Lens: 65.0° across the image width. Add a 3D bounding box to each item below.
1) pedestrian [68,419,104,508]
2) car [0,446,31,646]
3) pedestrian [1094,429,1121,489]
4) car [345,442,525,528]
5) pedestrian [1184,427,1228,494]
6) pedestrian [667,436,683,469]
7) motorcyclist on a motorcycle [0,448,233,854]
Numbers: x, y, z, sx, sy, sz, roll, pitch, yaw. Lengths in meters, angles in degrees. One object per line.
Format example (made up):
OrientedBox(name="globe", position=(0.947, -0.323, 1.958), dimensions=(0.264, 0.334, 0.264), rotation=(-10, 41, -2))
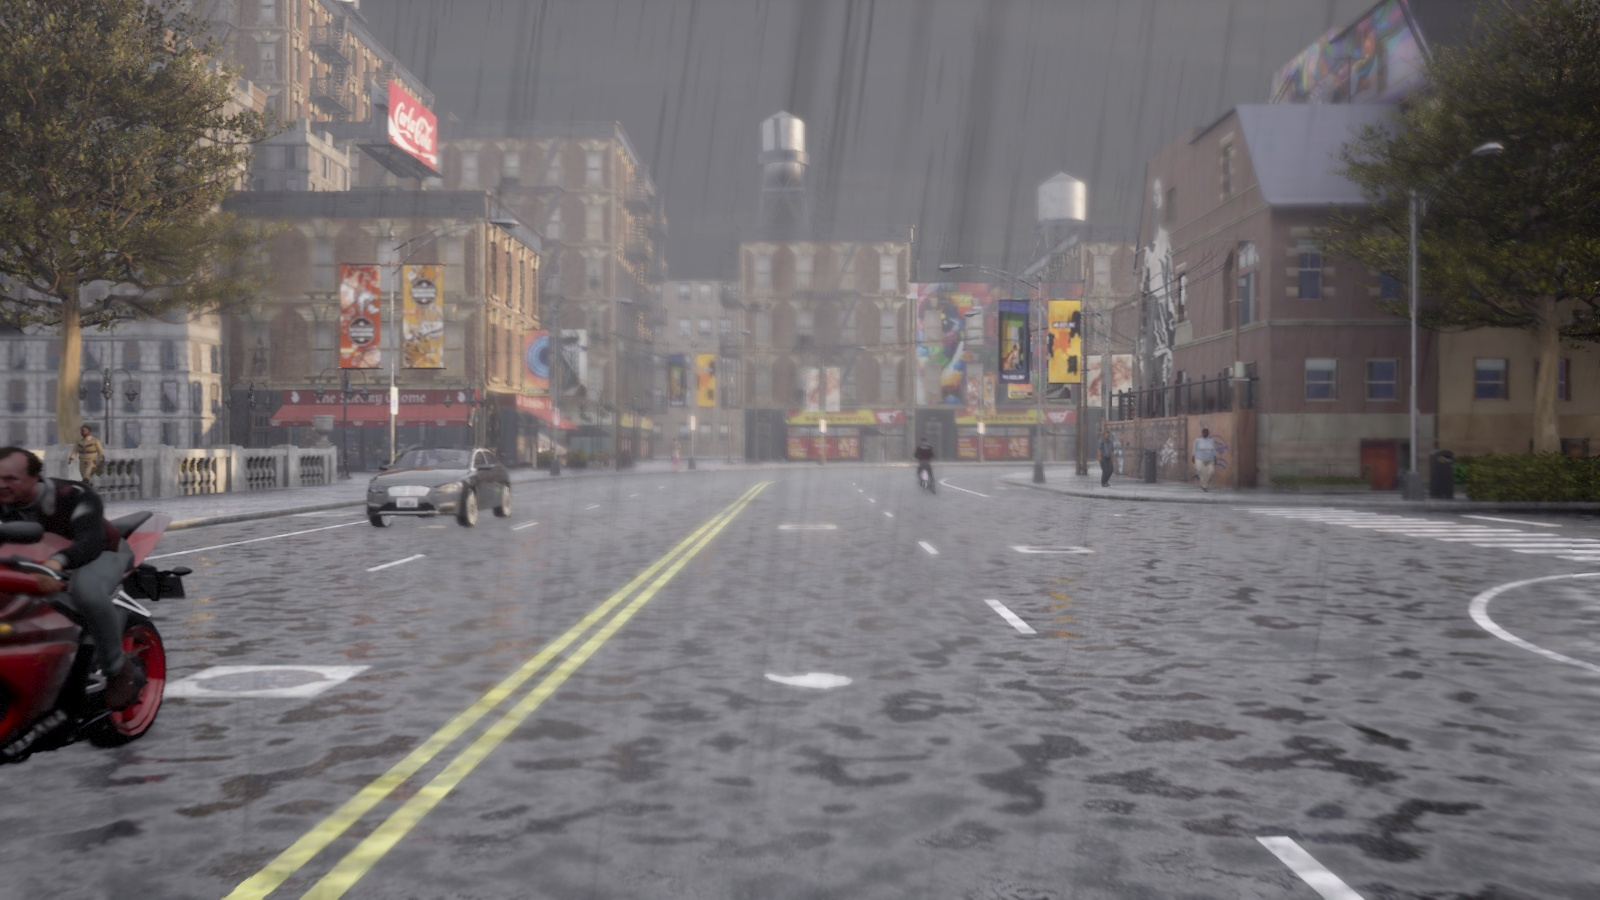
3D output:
OrientedBox(name="pedestrian", position=(-15.778, 0.292, 27.755), dimensions=(0.396, 1.930, 0.692), rotation=(0, 0, 0))
OrientedBox(name="car", position=(-6.939, 0.726, 7.991), dimensions=(1.845, 1.501, 3.633), rotation=(0, 0, 0))
OrientedBox(name="pedestrian", position=(9.630, 0.271, 39.369), dimensions=(0.540, 1.848, 0.694), rotation=(0, 0, -19))
OrientedBox(name="car", position=(-6.927, 0.612, 24.415), dimensions=(2.128, 1.511, 4.902), rotation=(0, 0, -1))
OrientedBox(name="pedestrian", position=(11.280, 0.288, 34.932), dimensions=(0.874, 1.855, 0.900), rotation=(0, 0, -6))
OrientedBox(name="pedestrian", position=(-7.492, 0.129, 75.188), dimensions=(0.659, 1.952, 0.873), rotation=(0, 0, 17))
OrientedBox(name="motorcyclist on a motorcycle", position=(-3.452, 0.759, 5.571), dimensions=(0.866, 1.530, 2.191), rotation=(0, 0, 0))
